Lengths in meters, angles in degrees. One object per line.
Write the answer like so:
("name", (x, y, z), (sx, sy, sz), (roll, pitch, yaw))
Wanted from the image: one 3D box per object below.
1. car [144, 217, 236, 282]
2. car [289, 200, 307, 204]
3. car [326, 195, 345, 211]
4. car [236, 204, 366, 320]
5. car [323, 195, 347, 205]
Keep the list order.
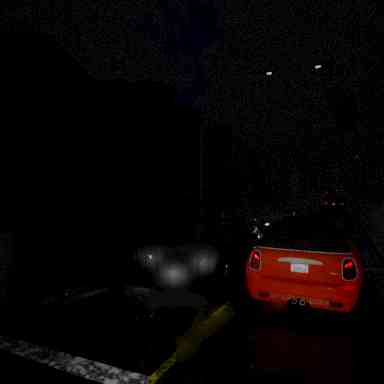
("car", (0.676, 1.497, 10.097), (2.033, 1.411, 5.357), (1, 0, 24))
("car", (9.347, 1.513, 29.421), (1.837, 1.490, 4.892), (1, 0, 24))
("car", (19.213, 1.392, 44.501), (2.150, 2.045, 5.566), (1, 0, 24))
("car", (2.734, 1.335, 7.711), (2.097, 1.767, 4.553), (1, 0, 24))
("car", (14.970, 1.314, 34.927), (2.150, 2.045, 5.566), (1, 0, 25))
